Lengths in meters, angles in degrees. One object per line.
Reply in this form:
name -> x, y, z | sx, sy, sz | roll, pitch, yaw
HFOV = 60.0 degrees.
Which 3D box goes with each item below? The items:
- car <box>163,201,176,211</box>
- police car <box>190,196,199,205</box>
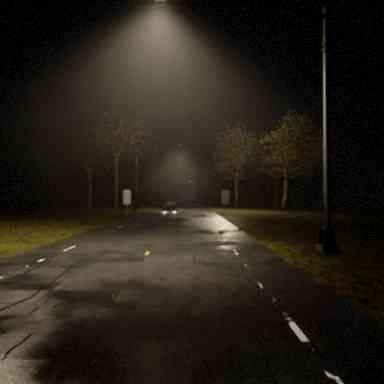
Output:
car -> -3.567, 2.243, 53.877 | 1.882, 1.535, 5.008 | 0, -1, 0
police car -> 1.052, 2.758, 95.451 | 1.930, 1.638, 5.238 | 0, 0, 0
